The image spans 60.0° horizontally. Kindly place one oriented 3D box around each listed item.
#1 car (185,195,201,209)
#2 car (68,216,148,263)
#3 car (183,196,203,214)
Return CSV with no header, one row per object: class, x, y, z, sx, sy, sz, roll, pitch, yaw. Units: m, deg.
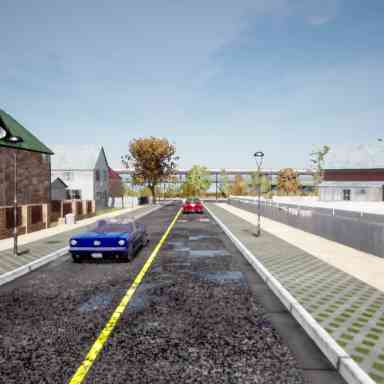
car,0.099,1.354,45.108,2.097,1.767,4.553,0,0,0
car,-2.844,1.595,12.160,1.895,1.301,4.718,0,0,0
car,0.097,1.346,35.347,2.097,1.767,4.553,0,0,0
